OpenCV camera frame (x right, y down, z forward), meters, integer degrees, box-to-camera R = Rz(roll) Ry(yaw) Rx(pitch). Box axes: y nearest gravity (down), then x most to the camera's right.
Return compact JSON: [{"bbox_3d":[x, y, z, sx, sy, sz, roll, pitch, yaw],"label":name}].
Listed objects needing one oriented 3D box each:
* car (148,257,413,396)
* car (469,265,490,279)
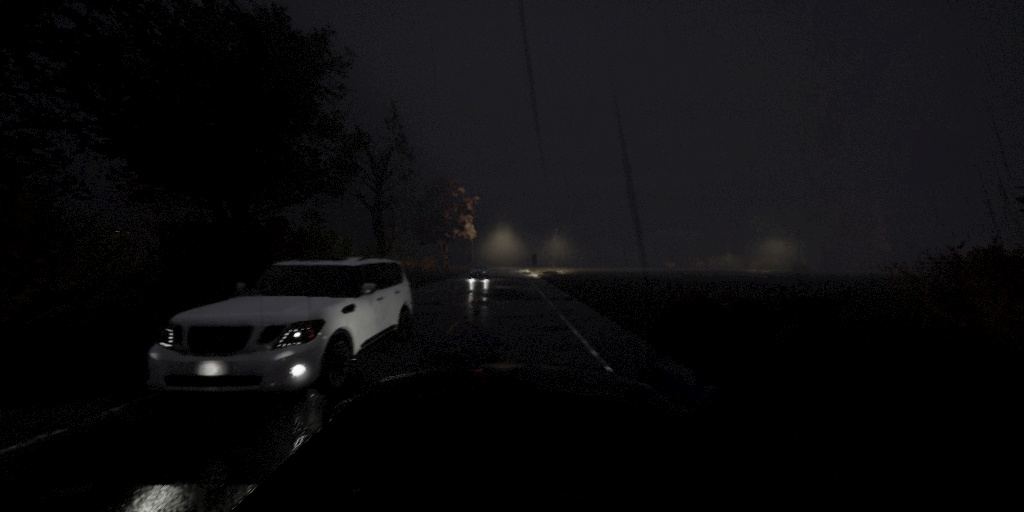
[{"bbox_3d":[-3.598,1.034,7.051,2.150,2.045,5.566,0,-1,0],"label":"car"},{"bbox_3d":[-3.586,1.714,39.854,1.812,1.442,4.674,0,-1,0],"label":"car"}]
